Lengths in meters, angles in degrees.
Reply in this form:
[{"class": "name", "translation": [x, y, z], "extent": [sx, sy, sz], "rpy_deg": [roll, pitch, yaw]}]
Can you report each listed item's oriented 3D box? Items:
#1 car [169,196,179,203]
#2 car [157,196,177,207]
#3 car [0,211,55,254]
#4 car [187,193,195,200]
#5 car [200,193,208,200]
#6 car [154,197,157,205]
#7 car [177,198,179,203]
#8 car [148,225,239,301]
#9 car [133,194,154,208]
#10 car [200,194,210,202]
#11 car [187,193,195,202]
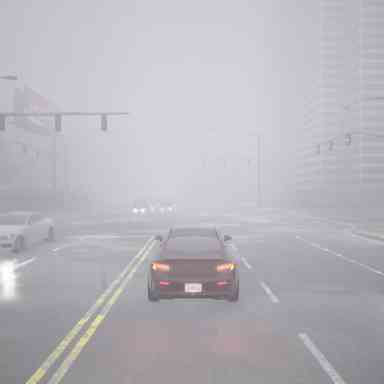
[{"class": "car", "translation": [-3.790, 1.552, 69.805], "extent": [1.994, 1.385, 4.181], "rpy_deg": [0, 0, 0]}, {"class": "car", "translation": [-3.805, 1.564, 51.019], "extent": [1.994, 1.385, 4.181], "rpy_deg": [0, 0, 0]}, {"class": "car", "translation": [-7.141, 1.526, 13.562], "extent": [1.812, 1.442, 4.674], "rpy_deg": [0, 0, -2]}, {"class": "car", "translation": [-0.368, 1.184, 88.252], "extent": [2.097, 1.767, 4.553], "rpy_deg": [0, 0, 0]}, {"class": "car", "translation": [3.132, 1.184, 88.267], "extent": [2.097, 1.767, 4.553], "rpy_deg": [0, 0, 0]}, {"class": "car", "translation": [-7.322, 1.601, 57.682], "extent": [1.895, 1.301, 4.718], "rpy_deg": [0, 0, 0]}, {"class": "car", "translation": [-3.823, 1.525, 59.796], "extent": [1.812, 1.442, 4.674], "rpy_deg": [0, 0, 0]}, {"class": "car", "translation": [0.031, 1.526, 8.170], "extent": [1.812, 1.442, 4.674], "rpy_deg": [0, 0, 0]}, {"class": "car", "translation": [-7.297, 1.491, 48.411], "extent": [2.128, 1.511, 4.902], "rpy_deg": [0, 0, 0]}, {"class": "car", "translation": [3.175, 1.515, 77.979], "extent": [2.128, 1.511, 4.902], "rpy_deg": [0, 0, 0]}, {"class": "car", "translation": [-0.326, 1.584, 78.347], "extent": [1.895, 1.301, 4.718], "rpy_deg": [0, 0, 0]}]
